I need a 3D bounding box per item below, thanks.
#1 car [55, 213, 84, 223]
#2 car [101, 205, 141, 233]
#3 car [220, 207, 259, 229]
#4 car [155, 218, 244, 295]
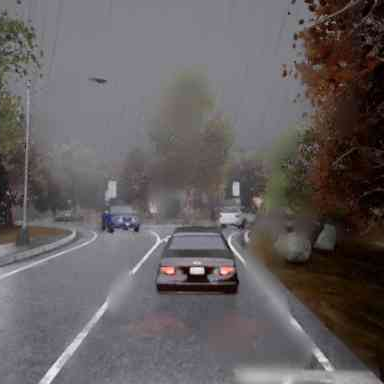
[{"bbox_3d":[-18.984,4.051,51.928,2.033,1.411,5.357,-1,-4,15],"label":"car"},{"bbox_3d":[-5.567,2.035,25.614,2.150,2.045,5.566,2,-4,-24],"label":"car"},{"bbox_3d":[4.645,2.448,31.933,2.150,2.045,5.566,-3,-4,31],"label":"car"},{"bbox_3d":[0.147,1.632,8.987,2.033,1.411,5.357,0,-1,1],"label":"car"}]
